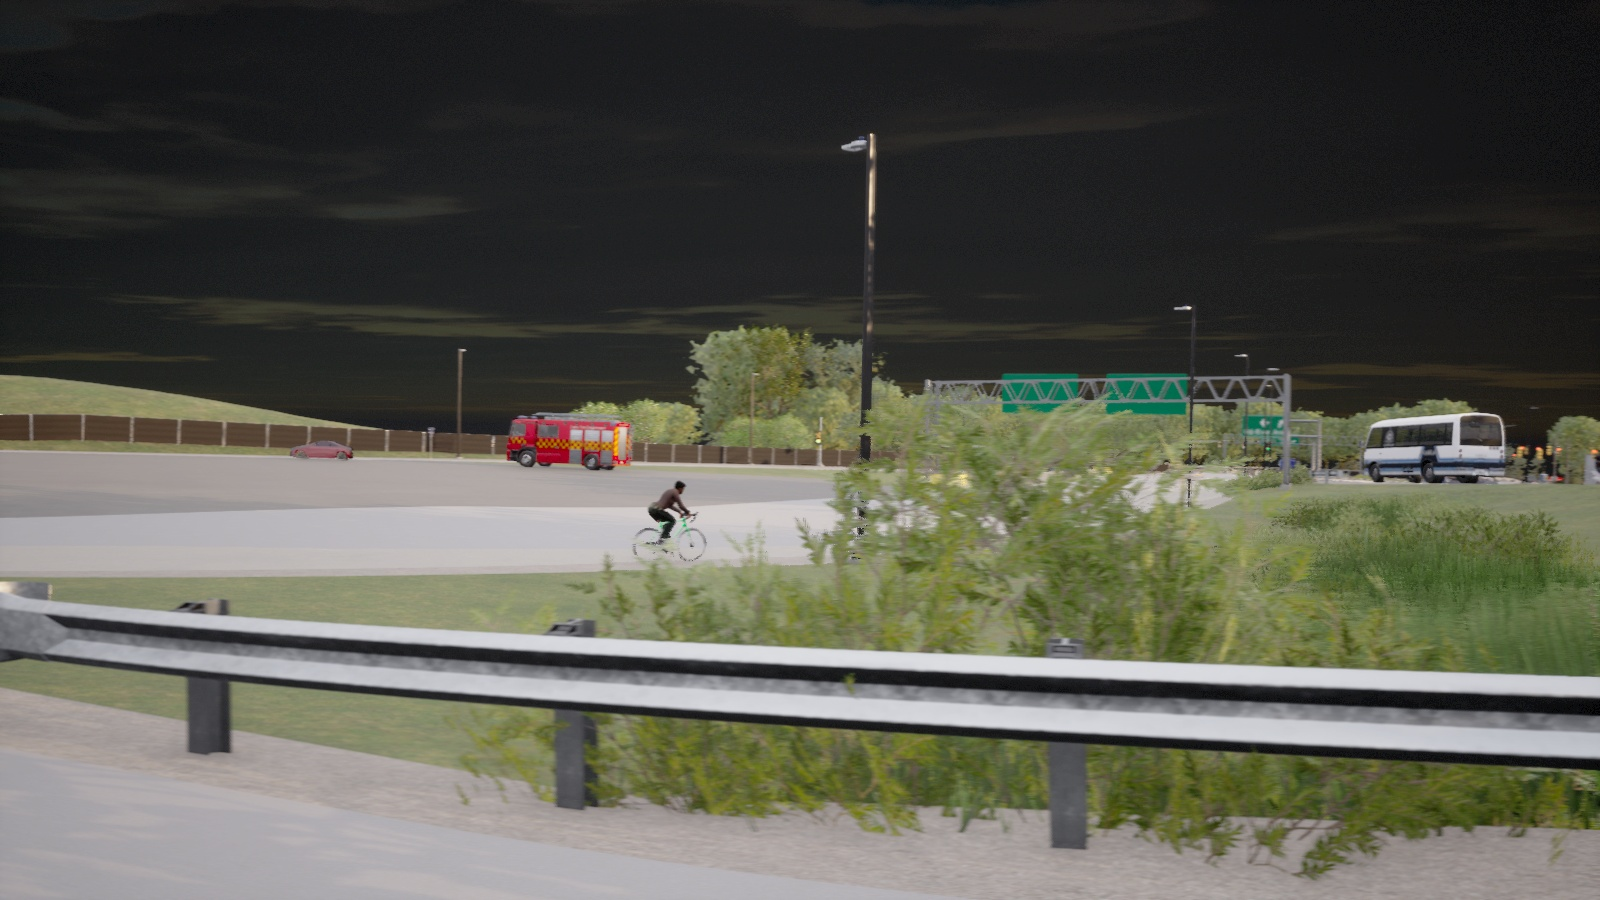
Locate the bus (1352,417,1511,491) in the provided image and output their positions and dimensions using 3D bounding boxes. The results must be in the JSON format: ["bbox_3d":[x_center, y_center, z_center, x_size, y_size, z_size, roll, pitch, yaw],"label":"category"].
[{"bbox_3d":[39.922,0.350,79.987,3.944,4.253,10.273,2,-1,-7],"label":"bus"}]

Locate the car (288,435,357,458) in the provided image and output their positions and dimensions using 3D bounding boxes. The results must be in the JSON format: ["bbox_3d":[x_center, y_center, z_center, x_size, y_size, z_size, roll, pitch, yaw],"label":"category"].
[{"bbox_3d":[-33.253,-0.224,87.499,4.181,1.385,1.994,2,1,-13],"label":"car"}]

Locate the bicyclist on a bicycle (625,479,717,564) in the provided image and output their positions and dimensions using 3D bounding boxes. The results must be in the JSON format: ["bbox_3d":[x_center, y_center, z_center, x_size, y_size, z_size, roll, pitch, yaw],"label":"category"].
[{"bbox_3d":[-2.563,1.421,25.033,1.656,1.620,0.582,3,0,-34],"label":"bicyclist on a bicycle"}]

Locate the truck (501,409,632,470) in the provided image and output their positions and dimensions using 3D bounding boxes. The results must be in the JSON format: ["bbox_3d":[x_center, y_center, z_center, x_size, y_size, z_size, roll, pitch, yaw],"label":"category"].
[{"bbox_3d":[-16.266,-0.716,87.534,8.468,3.827,2.891,3,1,18],"label":"truck"}]
